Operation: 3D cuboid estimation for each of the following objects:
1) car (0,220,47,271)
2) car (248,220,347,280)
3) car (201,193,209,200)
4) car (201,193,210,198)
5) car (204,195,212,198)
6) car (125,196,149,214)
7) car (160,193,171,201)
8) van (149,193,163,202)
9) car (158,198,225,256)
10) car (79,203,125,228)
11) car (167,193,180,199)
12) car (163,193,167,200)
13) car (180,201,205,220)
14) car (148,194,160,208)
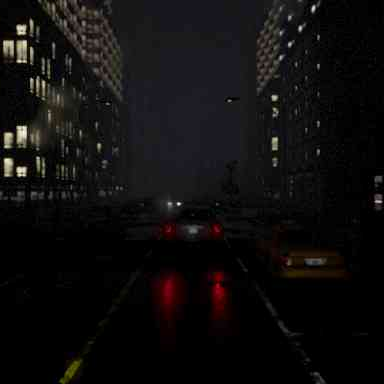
[{"bbox_3d":[-5.683,1.512,9.407,1.947,1.339,4.313,0,0,0],"label":"car"},{"bbox_3d":[2.698,1.470,9.560,1.752,1.417,4.829,0,0,0],"label":"car"},{"bbox_3d":[3.040,1.037,78.952,1.812,1.442,4.674,0,0,0],"label":"car"},{"bbox_3d":[2.725,1.072,60.617,1.967,1.590,4.097,0,0,0],"label":"car"},{"bbox_3d":[2.713,1.341,37.851,1.947,1.339,4.313,0,0,0],"label":"car"},{"bbox_3d":[-5.671,1.361,32.176,2.008,1.369,4.403,0,0,0],"label":"car"},{"bbox_3d":[-5.650,0.998,72.019,1.967,1.590,4.097,0,0,0],"label":"car"},{"bbox_3d":[-5.661,1.046,49.251,1.690,1.788,3.998,0,0,0],"label":"van"},{"bbox_3d":[0.052,1.277,12.914,2.097,1.767,4.553,0,0,1],"label":"car"},{"bbox_3d":[-5.676,1.461,20.790,1.802,1.307,4.206,0,0,0],"label":"car"},{"bbox_3d":[-3.028,1.152,58.198,1.837,1.490,4.892,0,0,0],"label":"car"},{"bbox_3d":[-5.659,1.250,54.945,1.802,1.307,4.206,0,0,0],"label":"car"},{"bbox_3d":[0.055,1.440,27.374,1.895,1.301,4.718,0,0,1],"label":"car"},{"bbox_3d":[-5.665,1.285,43.560,1.887,1.381,4.507,0,0,0],"label":"car"}]
